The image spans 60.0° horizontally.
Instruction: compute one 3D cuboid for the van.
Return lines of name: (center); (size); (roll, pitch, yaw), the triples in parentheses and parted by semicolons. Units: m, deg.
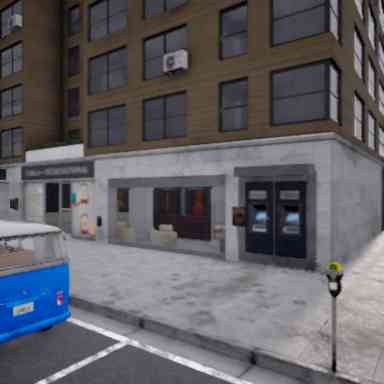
van: (-3.775, 1.342, 5.565); (3.998, 1.788, 1.690); (0, 0, 35)
